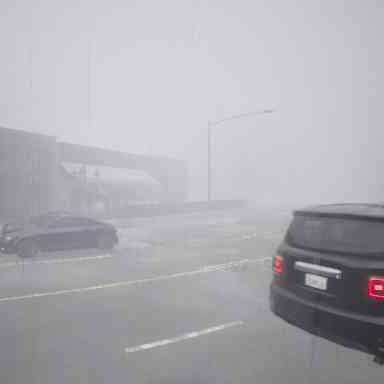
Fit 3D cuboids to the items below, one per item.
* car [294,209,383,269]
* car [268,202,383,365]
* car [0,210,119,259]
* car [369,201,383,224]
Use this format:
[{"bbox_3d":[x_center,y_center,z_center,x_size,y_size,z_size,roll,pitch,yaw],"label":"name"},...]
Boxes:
[{"bbox_3d":[5.819,1.478,12.080,5.008,1.535,1.882,1,0,-45],"label":"car"},{"bbox_3d":[3.757,1.220,5.655,5.566,2.045,2.150,0,0,-34],"label":"car"},{"bbox_3d":[-4.946,1.564,12.658,4.181,1.385,1.994,0,0,-31],"label":"car"},{"bbox_3d":[14.611,1.504,25.360,1.837,1.490,4.892,0,0,30],"label":"car"}]
